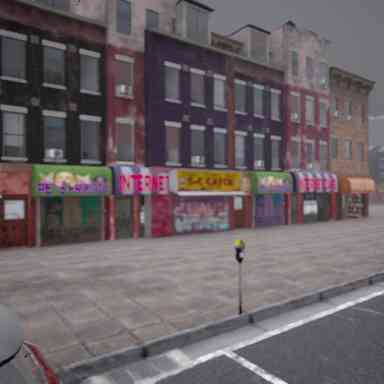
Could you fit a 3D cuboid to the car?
[{"bbox_3d":[-2.434,1.450,1.085,4.097,1.590,1.967,0,0,-35],"label":"car"}]
